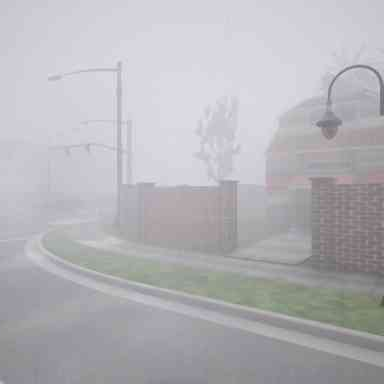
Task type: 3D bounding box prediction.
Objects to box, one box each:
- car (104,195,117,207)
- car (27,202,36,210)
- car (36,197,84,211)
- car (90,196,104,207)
[{"bbox_3d":[-9.412,1.285,46.028,1.812,1.442,4.674,0,1,37],"label":"car"},{"bbox_3d":[-17.720,1.397,40.829,1.812,1.442,4.674,0,1,37],"label":"car"},{"bbox_3d":[-14.990,1.373,38.642,1.837,1.490,4.892,0,1,36],"label":"car"},{"bbox_3d":[-12.321,1.268,47.977,1.837,1.490,4.892,0,1,37],"label":"car"}]
